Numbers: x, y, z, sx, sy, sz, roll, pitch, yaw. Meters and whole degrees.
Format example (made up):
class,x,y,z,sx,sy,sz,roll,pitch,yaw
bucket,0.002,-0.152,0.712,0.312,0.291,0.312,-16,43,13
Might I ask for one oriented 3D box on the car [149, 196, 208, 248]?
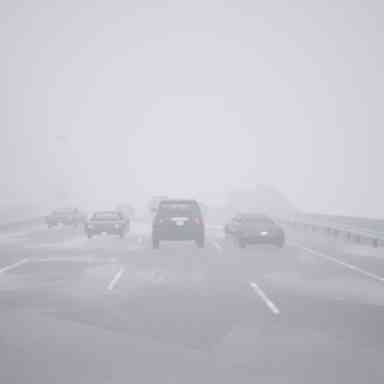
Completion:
class,x,y,z,sx,sy,sz,roll,pitch,yaw
car,-0.716,1.316,15.535,2.150,2.045,5.566,0,0,-5

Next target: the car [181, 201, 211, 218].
class,x,y,z,sx,sy,sz,roll,pitch,yaw
car,0.306,1.695,33.713,2.128,1.511,4.902,0,0,-10

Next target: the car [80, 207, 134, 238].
class,x,y,z,sx,sy,sz,roll,pitch,yaw
car,-4.511,1.715,18.340,1.895,1.301,4.718,0,0,-6

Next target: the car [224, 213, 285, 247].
class,x,y,z,sx,sy,sz,roll,pitch,yaw
car,2.769,1.656,15.515,1.994,1.385,4.181,0,0,-5

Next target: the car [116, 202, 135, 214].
class,x,y,z,sx,sy,sz,roll,pitch,yaw
car,-7.187,1.785,35.685,1.994,1.385,4.181,0,0,-11

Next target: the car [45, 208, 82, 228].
class,x,y,z,sx,sy,sz,roll,pitch,yaw
car,-8.633,1.748,23.335,1.895,1.301,4.718,0,0,-7

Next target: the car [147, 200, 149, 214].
class,x,y,z,sx,sy,sz,roll,pitch,yaw
car,-3.538,1.438,35.396,2.150,2.045,5.566,0,0,-11
